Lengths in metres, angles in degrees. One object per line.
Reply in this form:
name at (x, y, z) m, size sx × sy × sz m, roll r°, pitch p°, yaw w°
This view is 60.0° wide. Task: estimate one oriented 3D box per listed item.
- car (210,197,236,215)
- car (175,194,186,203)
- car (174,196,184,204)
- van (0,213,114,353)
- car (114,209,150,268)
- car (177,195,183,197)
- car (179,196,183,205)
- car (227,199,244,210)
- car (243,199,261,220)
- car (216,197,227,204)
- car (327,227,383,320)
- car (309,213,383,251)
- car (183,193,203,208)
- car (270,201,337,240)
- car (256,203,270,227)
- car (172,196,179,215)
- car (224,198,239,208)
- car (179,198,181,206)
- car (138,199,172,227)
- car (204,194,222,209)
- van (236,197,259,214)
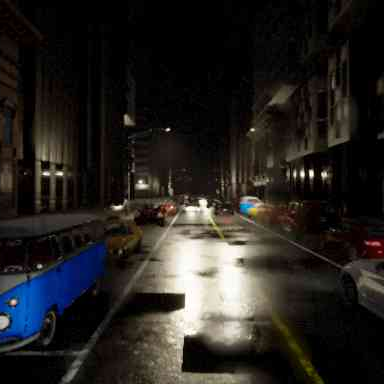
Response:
car at (3.172, 1.550, 34.413) m, size 1.837 × 1.490 × 4.892 m, roll 0°, pitch -2°, yaw 0°
car at (-2.561, 1.402, 73.094) m, size 2.192 × 1.841 × 5.009 m, roll 0°, pitch 0°, yaw 0°
car at (-2.578, 1.623, 67.492) m, size 1.887 × 1.381 × 4.507 m, roll 0°, pitch 0°, yaw 0°
van at (-2.750, 1.337, 5.873) m, size 1.690 × 1.788 × 3.998 m, roll 0°, pitch 0°, yaw 0°
car at (-2.736, 1.528, 11.305) m, size 1.752 × 1.417 × 4.829 m, roll 0°, pitch 0°, yaw 0°
car at (-2.610, 1.612, 56.288) m, size 2.008 × 1.369 × 4.403 m, roll 0°, pitch 0°, yaw 0°
car at (-2.642, 1.611, 45.085) m, size 1.947 × 1.339 × 4.313 m, roll 0°, pitch 0°, yaw 0°
car at (5.883, 1.657, 45.078) m, size 1.802 × 1.307 × 4.206 m, roll 0°, pitch 0°, yaw 0°
car at (5.837, 1.578, 28.441) m, size 1.752 × 1.417 × 4.829 m, roll 0°, pitch 0°, yaw 0°
car at (5.947, 1.652, 67.486) m, size 1.887 × 1.381 × 4.507 m, roll 0°, pitch 0°, yaw 0°
car at (3.906, 1.545, 4.913) m, size 1.812 × 1.442 × 4.674 m, roll 0°, pitch 0°, yaw 0°
car at (5.789, 1.614, 11.465) m, size 1.802 × 1.307 × 4.206 m, roll 0°, pitch 0°, yaw 0°
car at (0.129, 1.411, 48.331) m, size 2.097 × 1.767 × 4.553 m, roll 0°, pitch 0°, yaw 0°
car at (5.806, 1.354, 17.067) m, size 2.192 × 1.841 × 5.009 m, roll 0°, pitch 0°, yaw 0°
car at (5.820, 1.628, 22.669) m, size 1.802 × 1.307 × 4.206 m, roll 0°, pitch 0°, yaw 0°
car at (-2.672, 1.470, 33.882) m, size 1.967 × 1.590 × 4.097 m, roll 0°, pitch 0°, yaw 0°
car at (5.899, 1.664, 50.679) m, size 1.802 × 1.307 × 4.206 m, roll 0°, pitch 0°, yaw 0°
car at (-2.657, 1.619, 39.483) m, size 1.802 × 1.307 × 4.206 m, roll 0°, pitch 0°, yaw 0°
car at (-2.704, 1.456, 22.679) m, size 1.967 × 1.590 × 4.097 m, roll 0°, pitch 0°, yaw 0°
car at (3.124, 1.289, 46.023) m, size 2.150 × 2.045 × 5.566 m, roll 0°, pitch 0°, yaw 0°
van at (5.853, 1.401, 33.873) m, size 1.690 × 1.788 × 3.998 m, roll 0°, pitch 0°, yaw 0°
